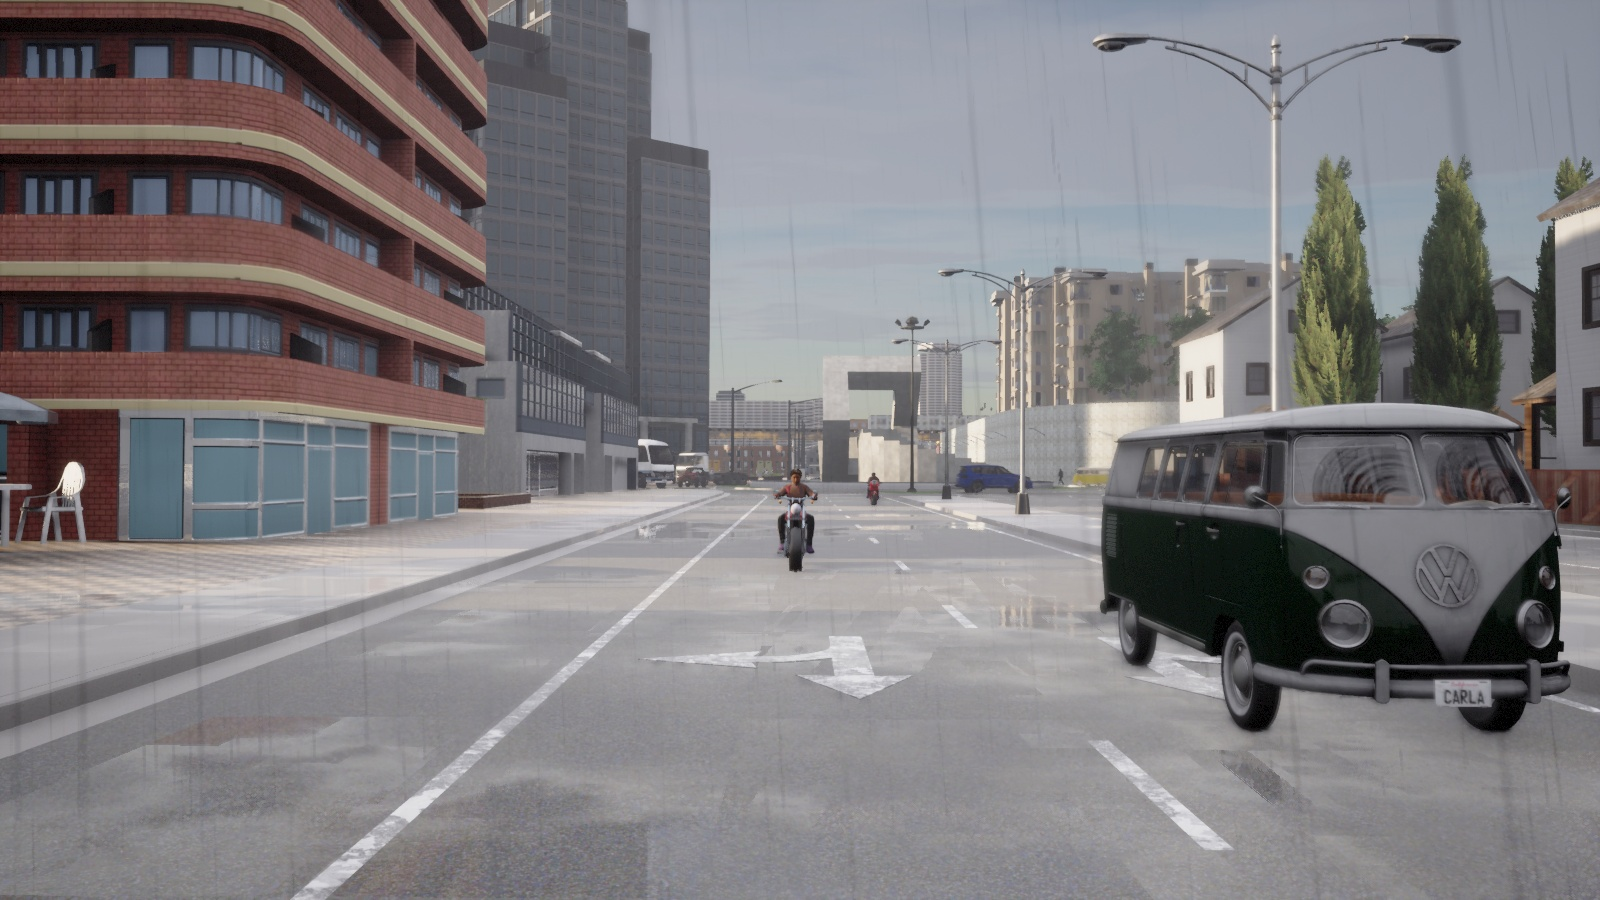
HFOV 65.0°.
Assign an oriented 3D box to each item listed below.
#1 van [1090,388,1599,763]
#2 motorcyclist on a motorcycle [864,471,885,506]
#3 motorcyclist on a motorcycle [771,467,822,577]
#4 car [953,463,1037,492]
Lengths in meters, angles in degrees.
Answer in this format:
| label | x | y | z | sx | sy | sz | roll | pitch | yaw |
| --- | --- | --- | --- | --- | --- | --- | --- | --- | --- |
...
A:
| label | x | y | z | sx | sy | sz | roll | pitch | yaw |
| --- | --- | --- | --- | --- | --- | --- | --- | --- | --- |
| van | 3.474 | 0.701 | 8.916 | 1.775 | 1.987 | 4.442 | 0 | -1 | 0 |
| motorcyclist on a motorcycle | 3.347 | 1.733 | 56.715 | 0.797 | 1.523 | 2.044 | 0 | -1 | 0 |
| motorcyclist on a motorcycle | -0.055 | 1.102 | 20.102 | 0.766 | 1.649 | 2.350 | 0 | -1 | 0 |
| car | 14.153 | 2.006 | 91.272 | 5.566 | 2.045 | 2.150 | 0 | -1 | -9 |
